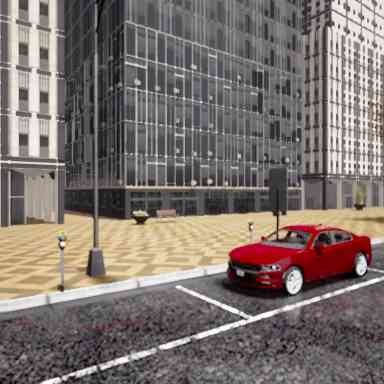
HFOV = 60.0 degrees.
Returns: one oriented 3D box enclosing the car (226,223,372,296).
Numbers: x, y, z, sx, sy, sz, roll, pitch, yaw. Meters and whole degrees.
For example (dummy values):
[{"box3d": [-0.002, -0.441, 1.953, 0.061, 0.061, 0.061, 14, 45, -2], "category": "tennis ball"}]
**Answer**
[{"box3d": [2.893, 1.539, 8.626, 4.507, 1.381, 1.887, 0, 0, -36], "category": "car"}]
